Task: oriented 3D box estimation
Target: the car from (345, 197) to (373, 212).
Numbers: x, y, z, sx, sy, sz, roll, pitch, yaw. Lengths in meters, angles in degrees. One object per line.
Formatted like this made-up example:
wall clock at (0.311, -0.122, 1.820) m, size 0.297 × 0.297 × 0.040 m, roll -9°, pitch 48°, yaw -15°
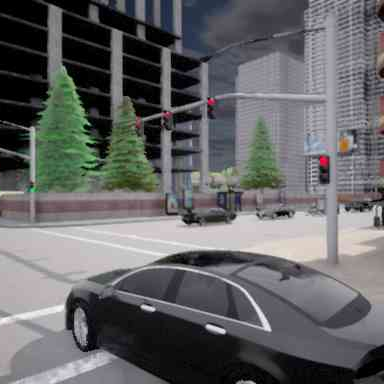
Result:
car at (23.313, 1.697, 46.402) m, size 5.566 × 2.045 × 2.150 m, roll 0°, pitch -1°, yaw -44°

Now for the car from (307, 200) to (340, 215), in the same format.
car at (15.602, 1.783, 39.414) m, size 4.553 × 1.767 × 2.097 m, roll 0°, pitch -1°, yaw -42°

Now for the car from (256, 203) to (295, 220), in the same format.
car at (8.249, 1.881, 32.736) m, size 4.902 × 1.511 × 2.128 m, roll 0°, pitch -1°, yaw -42°

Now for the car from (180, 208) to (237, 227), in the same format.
car at (1.357, 1.950, 26.450) m, size 4.718 × 1.301 × 1.895 m, roll 0°, pitch -1°, yaw -42°

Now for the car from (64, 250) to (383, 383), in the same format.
car at (0.102, 1.557, 4.479) m, size 4.892 × 1.490 × 1.837 m, roll -1°, pitch 0°, yaw 42°
